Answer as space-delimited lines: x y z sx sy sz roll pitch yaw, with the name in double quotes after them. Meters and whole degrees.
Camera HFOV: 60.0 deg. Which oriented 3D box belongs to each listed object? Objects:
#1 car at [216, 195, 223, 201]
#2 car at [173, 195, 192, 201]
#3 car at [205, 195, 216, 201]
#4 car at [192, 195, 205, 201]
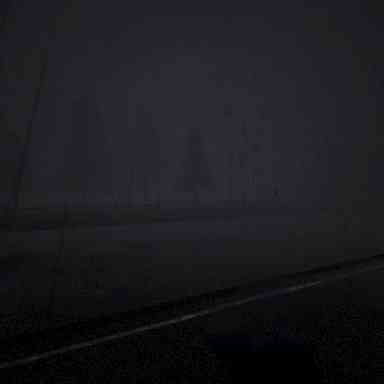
5.963 1.493 85.058 1.812 1.442 4.674 0 0 -35 "car"
-2.641 1.564 79.041 1.895 1.301 4.718 0 0 -35 "car"
3.089 1.493 83.061 1.812 1.442 4.674 0 0 -35 "car"
0.216 1.446 81.063 1.882 1.535 5.008 0 0 -35 "car"
